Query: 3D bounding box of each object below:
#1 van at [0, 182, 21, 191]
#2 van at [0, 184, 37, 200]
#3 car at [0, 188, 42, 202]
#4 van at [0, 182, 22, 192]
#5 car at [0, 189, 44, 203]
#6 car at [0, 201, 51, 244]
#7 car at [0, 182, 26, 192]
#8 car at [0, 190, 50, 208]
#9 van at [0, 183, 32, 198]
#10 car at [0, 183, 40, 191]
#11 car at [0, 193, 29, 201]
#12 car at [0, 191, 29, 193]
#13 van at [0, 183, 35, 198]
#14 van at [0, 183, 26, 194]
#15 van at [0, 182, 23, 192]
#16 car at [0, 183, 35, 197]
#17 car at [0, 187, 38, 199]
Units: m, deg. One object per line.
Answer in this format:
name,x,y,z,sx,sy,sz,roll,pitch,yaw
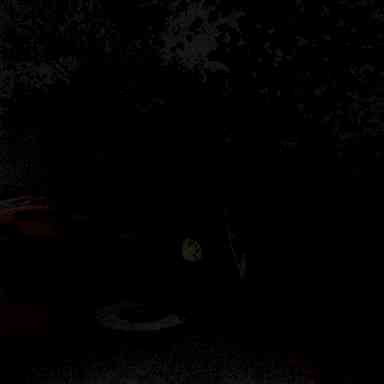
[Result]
van,-42.562,-1.236,77.613,4.442,1.987,1.878,1,1,-30
van,-21.881,0.007,41.422,4.442,1.987,1.878,1,1,-30
car,-20.405,0.352,39.106,4.792,1.488,2.163,1,1,-30
van,-40.920,-1.146,75.209,4.442,1.987,1.878,1,1,-30
car,-19.097,0.442,36.816,4.792,1.488,2.163,1,2,-30
car,-6.773,1.361,15.163,5.008,1.535,2.097,1,2,-30
car,-38.360,-1.013,70.436,5.566,2.045,2.435,1,1,-30
car,-16.340,0.650,31.871,4.792,1.488,2.163,1,2,-30
van,-26.016,-0.244,48.644,4.442,1.987,1.878,1,1,-30
car,-14.909,0.477,29.489,5.566,2.045,2.435,1,2,-30
car,-8.110,1.130,17.583,4.553,1.767,2.185,1,2,-30
car,-12.358,0.934,24.582,5.366,1.575,1.946,1,2,-30
van,-24.440,-0.158,46.356,4.442,1.987,1.878,1,1,-30
van,-34.116,-0.738,63.296,4.442,1.987,1.878,1,1,-30
van,-39.609,-1.067,72.913,4.442,1.987,1.878,1,1,-30
car,-27.311,-0.350,51.092,5.566,2.045,2.435,1,1,-30
car,-23.170,0.148,43.900,5.008,1.535,2.097,1,1,-30
